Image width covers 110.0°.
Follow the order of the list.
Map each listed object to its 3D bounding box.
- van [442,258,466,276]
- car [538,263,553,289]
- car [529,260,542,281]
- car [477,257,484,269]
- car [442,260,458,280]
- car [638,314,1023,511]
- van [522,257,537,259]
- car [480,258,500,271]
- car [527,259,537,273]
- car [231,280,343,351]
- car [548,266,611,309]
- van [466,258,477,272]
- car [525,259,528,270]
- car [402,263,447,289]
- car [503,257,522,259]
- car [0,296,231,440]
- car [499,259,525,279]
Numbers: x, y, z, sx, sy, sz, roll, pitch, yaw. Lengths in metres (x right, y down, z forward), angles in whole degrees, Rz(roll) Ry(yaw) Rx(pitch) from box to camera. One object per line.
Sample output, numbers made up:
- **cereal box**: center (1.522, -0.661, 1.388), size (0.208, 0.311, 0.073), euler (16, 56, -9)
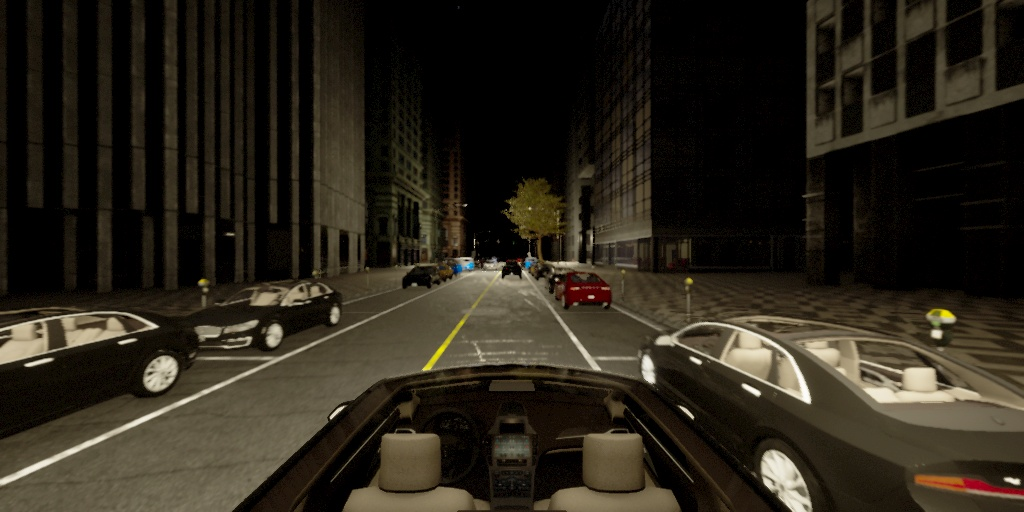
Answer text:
- **van**: center (-5.771, 1.093, 34.217), size (1.690, 1.789, 3.998), euler (0, 0, 0)
- **car**: center (2.758, 1.300, 20.159), size (2.007, 1.370, 4.403), euler (0, 0, 0)
- **car**: center (2.755, 1.302, 30.031), size (2.007, 1.370, 4.403), euler (0, 0, 0)
- **car**: center (-5.776, 1.312, 55.871), size (2.007, 1.370, 4.403), euler (0, 0, 0)
- **car**: center (-5.770, 1.276, 28.635), size (1.751, 1.417, 4.829), euler (0, 0, 0)
- **car**: center (2.762, 1.301, 3.826), size (2.007, 1.370, 4.403), euler (0, 0, 0)
- **van**: center (2.750, 1.100, 51.188), size (1.690, 1.789, 3.998), euler (0, 0, 0)
- **car**: center (-3.012, 1.322, 50.664), size (1.812, 1.442, 4.674), euler (0, 0, 0)
- **car**: center (2.754, 1.278, 35.490), size (1.751, 1.417, 4.829), euler (0, 0, 0)
- **car**: center (-5.765, 1.300, 8.820), size (2.007, 1.370, 4.403), euler (0, 0, 0)
- **car**: center (2.759, 1.295, 14.715), size (1.888, 1.381, 4.507), euler (0, 0, 0)
- **van**: center (-5.774, 1.097, 45.044), size (1.690, 1.789, 3.998), euler (0, 0, 0)
- **car**: center (2.753, 1.320, 40.610), size (1.948, 1.339, 4.313), euler (0, 0, 0)
- **car**: center (-5.768, 1.316, 23.391), size (1.948, 1.339, 4.313), euler (0, 0, 0)
- **car**: center (0.037, 1.235, 47.418), size (1.882, 1.535, 5.008), euler (0, 0, 0)
- **car**: center (-5.764, 1.300, 3.828), size (2.007, 1.370, 4.403), euler (0, 0, 0)
- **car**: center (0.000, 1.258, 32.872), size (1.837, 1.490, 4.892), euler (0, 0, 0)
